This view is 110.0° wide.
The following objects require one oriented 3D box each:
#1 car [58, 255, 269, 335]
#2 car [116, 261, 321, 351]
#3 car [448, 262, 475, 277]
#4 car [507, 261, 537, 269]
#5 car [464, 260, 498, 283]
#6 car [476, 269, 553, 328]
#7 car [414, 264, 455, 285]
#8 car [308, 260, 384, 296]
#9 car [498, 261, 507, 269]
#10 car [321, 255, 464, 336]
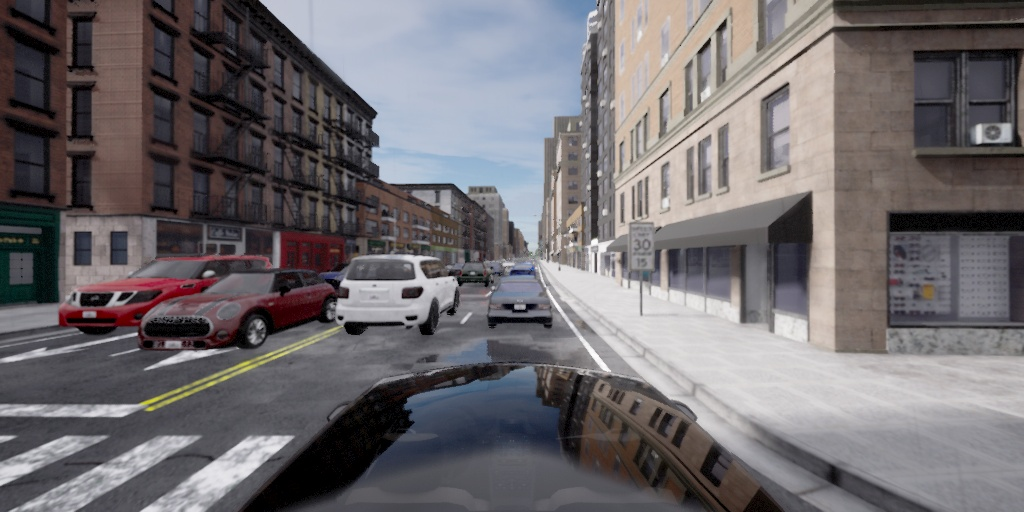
[{"bbox_3d":[-9.689,0.997,10.986,2.150,2.045,5.566,0,0,0],"label":"car"},{"bbox_3d":[-6.481,1.123,9.159,2.097,1.767,4.553,0,0,1],"label":"car"},{"bbox_3d":[-5.188,1.384,37.109,1.994,1.385,4.181,0,0,3],"label":"car"},{"bbox_3d":[0.893,1.280,27.192,1.882,1.535,5.008,0,0,3],"label":"car"},{"bbox_3d":[-2.439,1.153,25.431,2.097,1.767,4.553,0,0,3],"label":"car"},{"bbox_3d":[0.262,1.323,11.465,2.033,1.411,5.357,0,0,1],"label":"car"},{"bbox_3d":[-5.776,1.369,27.209,1.994,1.385,4.181,0,0,3],"label":"car"},{"bbox_3d":[-9.362,1.147,20.691,2.097,1.767,4.553,0,0,3],"label":"car"},{"bbox_3d":[-1.804,1.366,37.121,2.033,1.411,5.357,0,0,4],"label":"car"},{"bbox_3d":[-3.003,0.995,10.621,2.150,2.045,5.566,0,0,1],"label":"car"}]
